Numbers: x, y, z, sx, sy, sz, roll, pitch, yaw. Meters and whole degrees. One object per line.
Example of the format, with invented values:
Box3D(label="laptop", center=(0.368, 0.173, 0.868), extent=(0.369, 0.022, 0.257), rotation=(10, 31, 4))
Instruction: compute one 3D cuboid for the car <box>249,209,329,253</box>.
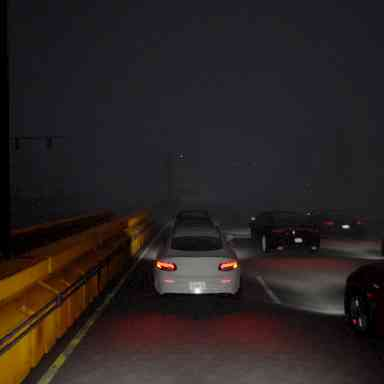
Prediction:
Box3D(label="car", center=(3.589, 1.478, 13.700), extent=(1.882, 1.535, 5.008), rotation=(0, 0, 0))

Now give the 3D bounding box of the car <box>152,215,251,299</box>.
Box3D(label="car", center=(0.093, 1.526, 8.304), extent=(1.812, 1.442, 4.674), rotation=(0, 0, 0))

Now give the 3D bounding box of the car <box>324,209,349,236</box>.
Box3D(label="car", center=(7.085, 1.564, 17.315), extent=(1.994, 1.385, 4.181), rotation=(0, 0, 0))

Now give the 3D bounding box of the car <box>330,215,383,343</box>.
Box3D(label="car", center=(3.594, 1.352, 3.739), extent=(2.097, 1.767, 4.553), rotation=(0, 0, 0))

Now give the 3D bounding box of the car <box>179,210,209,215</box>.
Box3D(label="car", center=(0.086, 1.601, 17.426), extent=(1.895, 1.301, 4.718), rotation=(0, 0, 0))
